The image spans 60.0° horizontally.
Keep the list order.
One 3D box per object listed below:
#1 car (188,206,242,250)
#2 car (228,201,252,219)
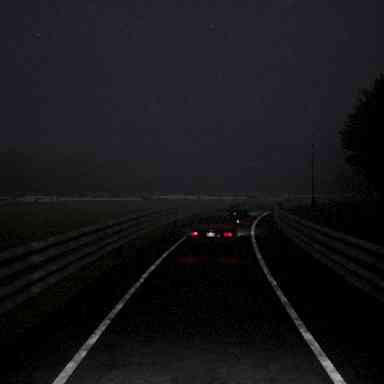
[{"bbox_3d":[1.017,1.565,14.328,2.033,1.411,5.357,0,0,8],"label":"car"},{"bbox_3d":[4.063,1.503,28.768,2.128,1.511,4.902,0,0,16],"label":"car"}]
